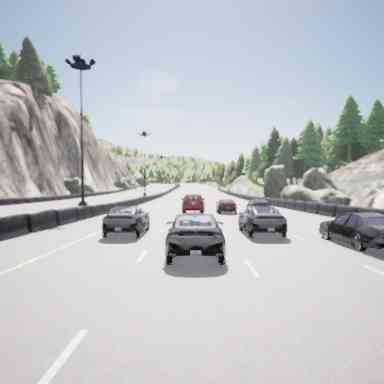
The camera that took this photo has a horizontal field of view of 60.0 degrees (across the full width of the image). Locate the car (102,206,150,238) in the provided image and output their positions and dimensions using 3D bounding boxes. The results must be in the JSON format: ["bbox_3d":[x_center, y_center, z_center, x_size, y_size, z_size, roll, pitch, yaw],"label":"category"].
[{"bbox_3d":[-3.392,1.489,17.690,2.128,1.511,4.902,0,0,0],"label":"car"}]

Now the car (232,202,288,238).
[{"bbox_3d":[3.608,1.490,17.553,2.128,1.511,4.902,0,0,0],"label":"car"}]

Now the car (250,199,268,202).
[{"bbox_3d":[7.118,1.458,35.653,1.882,1.535,5.008,0,0,0],"label":"car"}]

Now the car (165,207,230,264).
[{"bbox_3d":[0.106,1.490,11.776,2.128,1.511,4.902,0,0,0],"label":"car"}]

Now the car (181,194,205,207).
[{"bbox_3d":[0.116,1.206,33.876,2.150,2.045,5.566,0,0,0],"label":"car"}]

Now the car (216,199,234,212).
[{"bbox_3d":[3.617,1.457,35.656,1.882,1.535,5.008,0,0,0],"label":"car"}]

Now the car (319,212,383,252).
[{"bbox_3d":[7.106,1.546,13.827,2.033,1.411,5.357,0,0,0],"label":"car"}]
